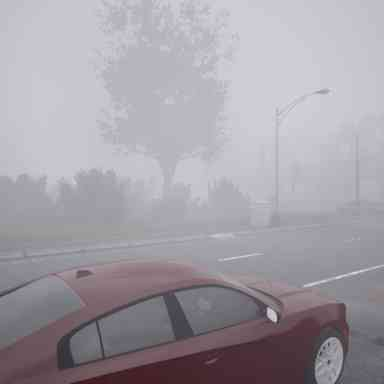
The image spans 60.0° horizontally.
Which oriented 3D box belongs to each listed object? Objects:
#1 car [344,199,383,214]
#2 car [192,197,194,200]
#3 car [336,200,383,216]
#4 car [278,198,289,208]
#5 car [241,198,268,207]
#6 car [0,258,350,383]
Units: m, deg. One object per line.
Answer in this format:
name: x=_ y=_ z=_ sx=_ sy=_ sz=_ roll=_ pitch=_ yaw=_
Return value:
car: x=19.304 y=1.563 z=36.641 sx=1.994 sy=1.385 sz=4.181 roll=0 pitch=0 yaw=-36
car: x=-1.771 y=1.104 z=68.652 sx=2.150 sy=2.045 sz=5.566 roll=0 pitch=0 yaw=-35
car: x=17.031 y=1.601 z=33.260 sx=1.895 sy=1.301 sz=4.718 roll=0 pitch=0 yaw=-32
car: x=11.822 y=1.518 z=48.072 sx=1.812 sy=1.442 sz=4.674 roll=0 pitch=0 yaw=-32
car: x=8.383 y=1.517 z=46.959 sx=1.812 sy=1.442 sz=4.674 roll=0 pitch=0 yaw=-33
car: x=-0.315 y=1.478 z=3.520 sx=5.008 sy=1.535 sz=1.882 roll=0 pitch=0 yaw=-35
